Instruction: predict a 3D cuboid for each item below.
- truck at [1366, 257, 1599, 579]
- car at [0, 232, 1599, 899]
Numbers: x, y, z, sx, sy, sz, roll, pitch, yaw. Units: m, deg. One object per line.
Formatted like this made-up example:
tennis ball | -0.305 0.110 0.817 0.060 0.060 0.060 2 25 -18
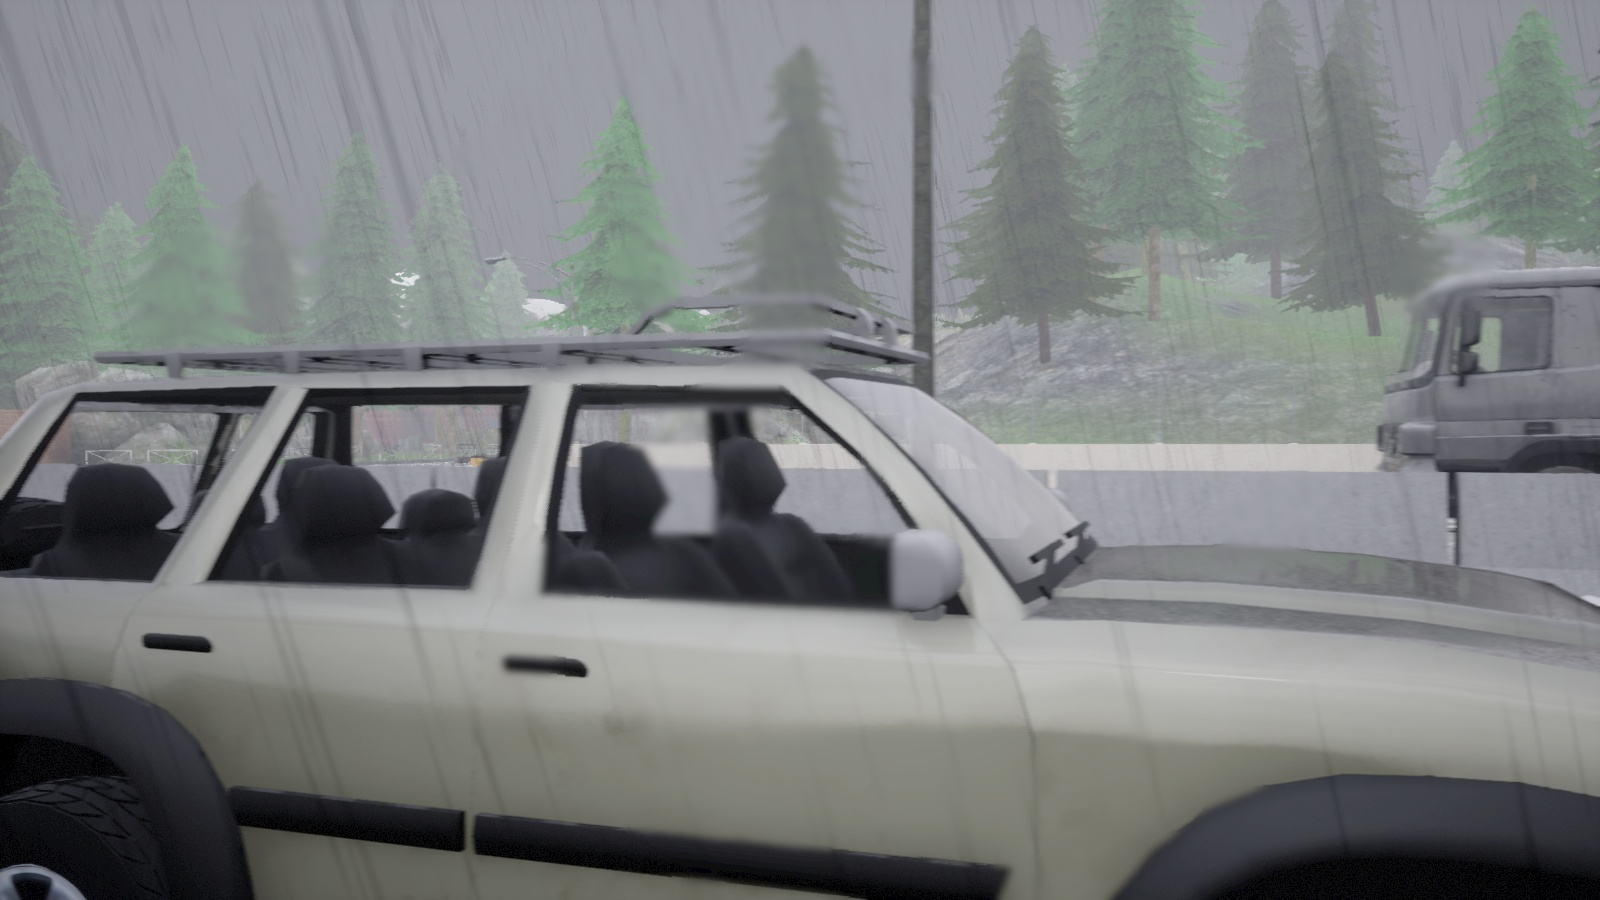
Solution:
truck | 10.933 -0.343 14.270 7.936 3.462 2.891 1 1 19
car | -0.035 0.592 3.199 4.605 1.855 1.932 1 1 19
